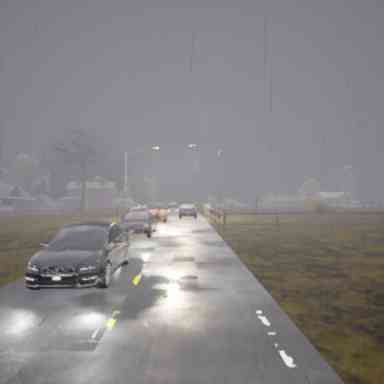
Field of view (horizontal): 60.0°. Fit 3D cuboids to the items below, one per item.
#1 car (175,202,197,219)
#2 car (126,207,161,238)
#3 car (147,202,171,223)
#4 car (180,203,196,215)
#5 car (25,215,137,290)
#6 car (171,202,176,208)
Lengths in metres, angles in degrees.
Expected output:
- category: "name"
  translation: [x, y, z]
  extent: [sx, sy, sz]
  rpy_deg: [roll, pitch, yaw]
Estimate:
- category: "car"
  translation: [-0.441, 2.038, 35.141]
  extent: [2.128, 1.511, 4.902]
  rpy_deg: [0, -1, -1]
- category: "car"
  translation: [-3.142, 1.823, 19.749]
  extent: [1.812, 1.442, 4.674]
  rpy_deg: [0, -1, 0]
- category: "car"
  translation: [-3.253, 1.814, 29.805]
  extent: [2.097, 1.767, 4.553]
  rpy_deg: [0, -1, 0]
- category: "car"
  translation: [-0.608, 2.289, 45.699]
  extent: [2.033, 1.411, 5.357]
  rpy_deg: [0, -1, -1]
- category: "car"
  translation: [-2.980, 1.651, 9.631]
  extent: [1.837, 1.490, 4.892]
  rpy_deg: [0, -1, -1]
- category: "car"
  translation: [-3.794, 2.642, 66.552]
  extent: [1.882, 1.535, 5.008]
  rpy_deg: [0, -1, -1]
